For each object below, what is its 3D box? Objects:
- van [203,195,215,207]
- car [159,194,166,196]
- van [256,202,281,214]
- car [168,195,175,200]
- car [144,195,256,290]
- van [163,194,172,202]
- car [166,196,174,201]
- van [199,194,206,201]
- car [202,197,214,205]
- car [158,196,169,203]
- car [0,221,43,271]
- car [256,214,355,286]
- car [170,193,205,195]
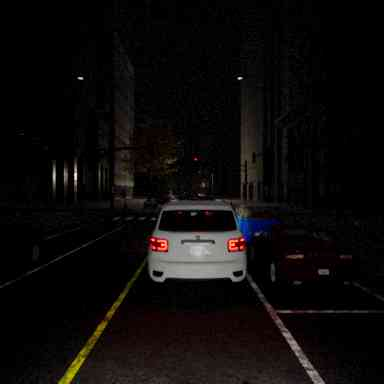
[{"bbox_3d":[2.724,1.369,52.735,1.690,1.788,3.998,0,0,0],"label":"van"},{"bbox_3d":[-5.806,1.578,57.910,1.887,1.381,4.507,0,0,0],"label":"car"},{"bbox_3d":[2.768,1.344,14.750,1.690,1.788,3.998,0,0,0],"label":"van"},{"bbox_3d":[-5.835,1.610,94.763,1.752,1.417,4.829,0,0,0],"label":"car"},{"bbox_3d":[0.102,1.223,9.198,2.150,2.045,5.566,0,0,0],"label":"car"},{"bbox_3d":[-5.822,1.402,79.066,1.690,1.788,3.998,0,0,0],"label":"van"},{"bbox_3d":[-5.831,1.643,89.643,1.947,1.339,4.313,0,0,0],"label":"car"},{"bbox_3d":[2.699,1.411,85.214,1.690,1.788,3.998,0,0,0],"label":"van"},{"bbox_3d":[2.719,1.600,58.148,1.947,1.339,4.313,0,0,0],"label":"car"},{"bbox_3d":[-5.814,1.597,68.488,2.008,1.369,4.403,0,0,0],"label":"car"},{"bbox_3d":[-5.784,1.546,9.237,1.887,1.381,4.507,0,0,0],"label":"car"},{"bbox_3d":[2.771,1.546,9.225,1.887,1.381,4.507,0,0,0],"label":"car"},{"bbox_3d":[0.084,1.226,19.559,2.150,2.045,5.566,0,0,0],"label":"car"}]
